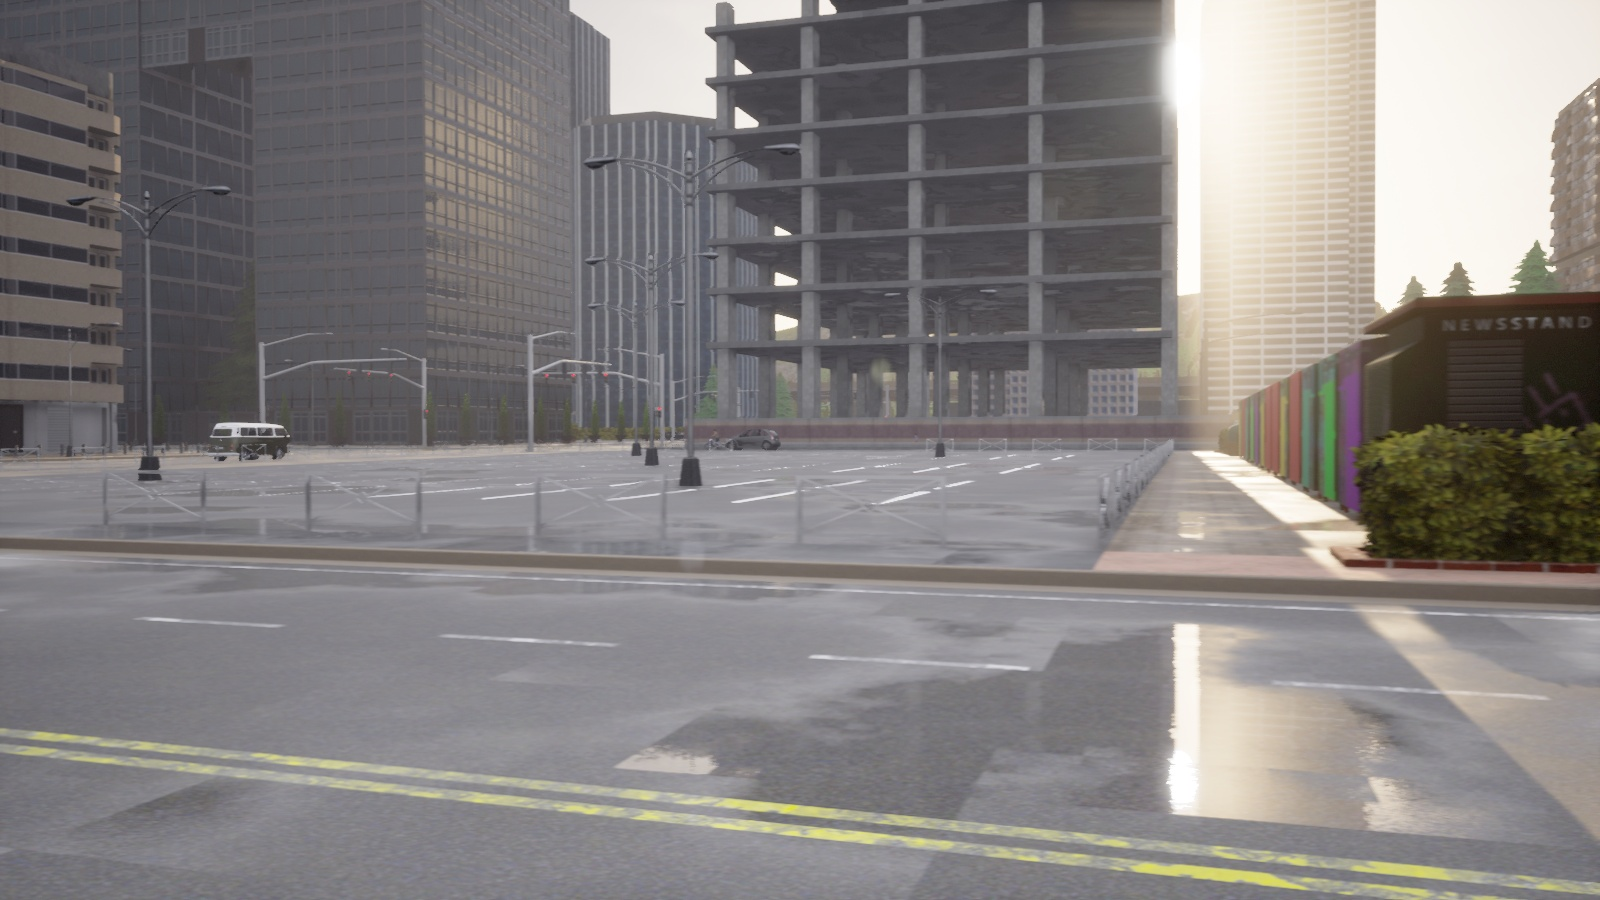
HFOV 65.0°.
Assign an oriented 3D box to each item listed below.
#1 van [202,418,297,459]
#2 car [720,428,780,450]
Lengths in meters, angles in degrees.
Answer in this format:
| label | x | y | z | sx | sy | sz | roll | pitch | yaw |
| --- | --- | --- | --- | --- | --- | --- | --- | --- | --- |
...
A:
| label | x | y | z | sx | sy | sz | roll | pitch | yaw |
| --- | --- | --- | --- | --- | --- | --- | --- | --- | --- |
| van | -28.616 | -0.606 | 65.431 | 2.069 | 2.038 | 4.480 | 0 | 1 | 17 |
| car | -3.645 | -0.810 | 91.498 | 3.988 | 1.617 | 1.851 | 0 | 1 | 17 |
